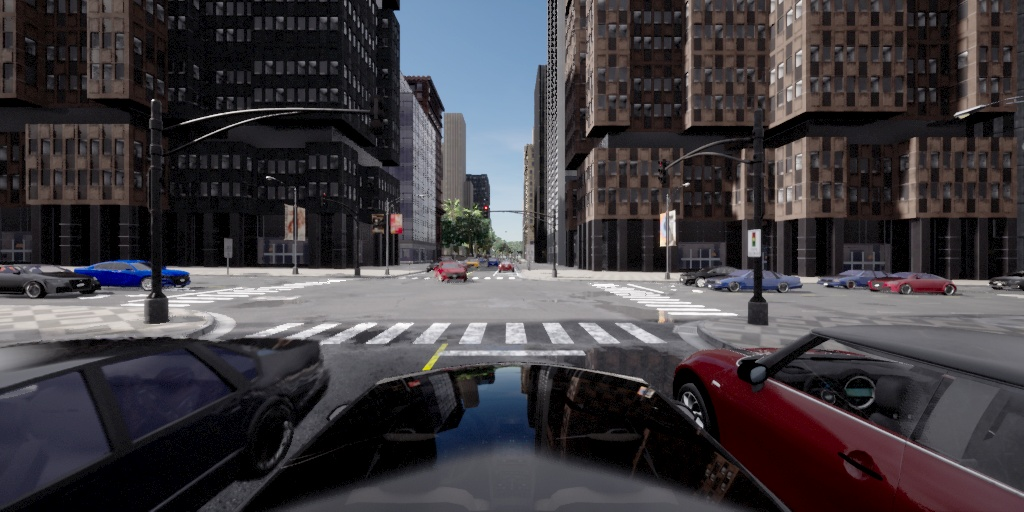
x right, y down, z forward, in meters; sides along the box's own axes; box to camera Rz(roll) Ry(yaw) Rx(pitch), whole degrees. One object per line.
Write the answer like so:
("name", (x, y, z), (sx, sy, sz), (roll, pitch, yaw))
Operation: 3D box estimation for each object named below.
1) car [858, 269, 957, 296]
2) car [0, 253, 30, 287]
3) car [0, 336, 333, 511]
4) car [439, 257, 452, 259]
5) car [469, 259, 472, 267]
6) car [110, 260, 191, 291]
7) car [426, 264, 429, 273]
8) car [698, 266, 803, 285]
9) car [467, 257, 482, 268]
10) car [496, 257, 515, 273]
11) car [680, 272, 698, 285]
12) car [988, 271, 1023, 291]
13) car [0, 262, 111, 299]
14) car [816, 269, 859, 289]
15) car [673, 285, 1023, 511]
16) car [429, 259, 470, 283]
("car", (25.061, 1.699, 22.616), (4.181, 1.385, 1.994), (1, 0, 1))
("car", (-28.962, 0.723, 18.800), (4.553, 1.767, 2.097), (1, 0, 0))
("car", (-3.087, 1.298, 1.973), (2.033, 1.411, 5.357), (0, 0, 0))
("car", (-9.225, 1.085, 49.195), (2.192, 1.841, 5.009), (0, 0, 0))
("car", (-6.525, 1.360, 44.444), (1.895, 1.301, 4.718), (0, 0, 0))
("car", (-19.850, 0.976, 18.864), (5.008, 1.535, 1.882), (1, 0, 0))
("car", (-9.183, 1.324, 43.769), (1.948, 1.339, 4.313), (0, 0, 0))
("car", (15.101, 1.538, 22.562), (5.357, 1.411, 2.033), (1, 0, 0))
("car", (-6.628, 1.273, 60.379), (1.882, 1.535, 5.008), (0, 0, 0))
("car", (-0.658, 1.198, 43.832), (1.967, 1.591, 4.097), (0, 0, 0))
("car", (14.707, 1.459, 25.809), (5.008, 1.535, 1.882), (1, 0, -1))
("car", (37.693, 1.819, 25.954), (4.892, 1.490, 1.837), (0, 0, 0))
("car", (-20.784, 1.053, 15.609), (4.181, 1.385, 1.994), (1, 0, 0))
("car", (25.306, 1.682, 25.886), (5.357, 1.411, 2.033), (1, 0, 0))
("car", (2.763, 1.190, 2.445), (1.967, 1.591, 4.097), (0, 0, 0))
("car", (-4.924, 1.186, 27.769), (1.882, 1.535, 5.008), (0, 0, -20))
